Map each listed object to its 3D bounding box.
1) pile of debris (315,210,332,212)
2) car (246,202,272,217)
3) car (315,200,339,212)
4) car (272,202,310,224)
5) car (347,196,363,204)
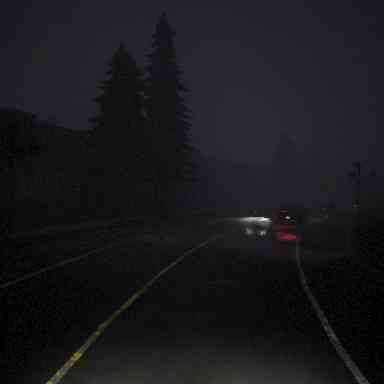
[{"bbox_3d":[15.595,2.253,39.420,1.500,0.140,1.860,0,0,34],"label":"pile of debris"},{"bbox_3d":[6.628,1.592,31.276,1.994,1.385,4.181,0,0,29],"label":"car"},{"bbox_3d":[16.461,1.680,40.328,1.895,1.301,4.718,1,0,34],"label":"car"},{"bbox_3d":[7.798,1.543,25.550,1.837,1.490,4.892,0,0,26],"label":"car"},{"bbox_3d":[31.606,1.584,64.255,1.812,1.442,4.674,0,0,45],"label":"car"}]
